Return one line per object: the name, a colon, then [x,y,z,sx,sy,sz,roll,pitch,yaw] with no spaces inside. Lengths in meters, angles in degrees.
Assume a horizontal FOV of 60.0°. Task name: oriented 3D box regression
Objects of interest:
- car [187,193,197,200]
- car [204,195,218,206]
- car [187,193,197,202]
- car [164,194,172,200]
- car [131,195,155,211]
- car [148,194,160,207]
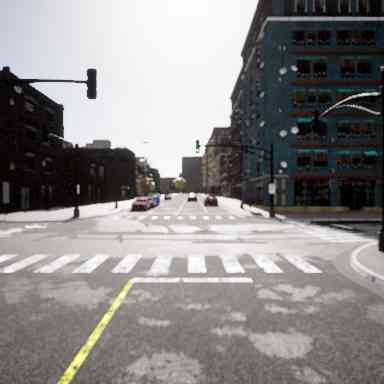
car: [0.071,0.998,75.659,2.128,1.511,4.902,0,0,0]
car: [2.751,1.207,48.991,1.967,1.590,4.097,1,0,0]
car: [0.062,1.251,65.651,1.994,1.385,4.181,0,0,0]
car: [-5.604,1.215,77.372,1.802,1.307,4.206,1,0,0]
car: [-5.718,1.366,37.570,1.887,1.381,4.507,1,0,0]
car: [-5.637,1.339,43.251,1.887,1.381,4.507,1,0,0]
